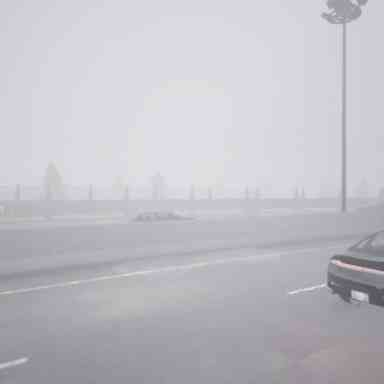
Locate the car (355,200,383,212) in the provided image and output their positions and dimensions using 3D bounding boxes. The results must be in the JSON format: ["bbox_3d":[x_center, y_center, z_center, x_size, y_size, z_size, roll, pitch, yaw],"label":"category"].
[{"bbox_3d":[18.029,1.465,31.940,5.008,1.535,1.882,0,0,-18],"label":"car"}]

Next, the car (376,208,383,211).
[{"bbox_3d":[9.997,1.501,13.450,4.892,1.490,1.837,0,0,-26],"label":"car"}]

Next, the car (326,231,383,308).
[{"bbox_3d":[4.821,1.489,6.687,4.902,1.511,2.128,0,0,-31],"label":"car"}]

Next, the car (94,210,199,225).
[{"bbox_3d":[-2.033,1.536,15.056,5.357,1.411,2.033,0,0,-32],"label":"car"}]
